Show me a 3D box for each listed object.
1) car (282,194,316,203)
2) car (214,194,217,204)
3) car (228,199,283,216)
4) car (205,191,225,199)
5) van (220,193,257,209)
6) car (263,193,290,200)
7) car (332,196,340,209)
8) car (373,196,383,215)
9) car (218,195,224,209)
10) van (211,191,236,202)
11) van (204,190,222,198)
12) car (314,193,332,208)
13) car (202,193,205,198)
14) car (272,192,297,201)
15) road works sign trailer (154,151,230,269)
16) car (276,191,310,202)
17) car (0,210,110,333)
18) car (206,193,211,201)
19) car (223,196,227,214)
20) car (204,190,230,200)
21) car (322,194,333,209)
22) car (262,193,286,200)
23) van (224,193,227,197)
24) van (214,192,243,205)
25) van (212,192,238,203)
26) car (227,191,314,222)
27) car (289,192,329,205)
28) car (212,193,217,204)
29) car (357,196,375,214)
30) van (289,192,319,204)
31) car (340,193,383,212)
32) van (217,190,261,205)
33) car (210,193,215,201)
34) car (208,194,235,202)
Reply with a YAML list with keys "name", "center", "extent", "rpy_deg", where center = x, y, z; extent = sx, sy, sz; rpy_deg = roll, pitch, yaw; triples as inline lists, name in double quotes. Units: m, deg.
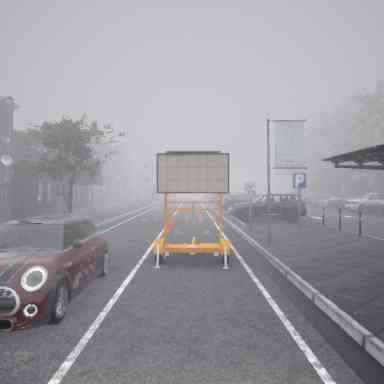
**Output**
- name: "car"
  center: [18.920, 1.141, 59.095]
  extent: [5.366, 1.575, 1.946]
  rpy_deg: [0, 1, 0]
- name: "car"
  center: [5.712, 1.331, 44.511]
  extent: [4.792, 1.488, 2.163]
  rpy_deg: [0, 0, 0]
- name: "car"
  center: [5.713, 1.417, 30.493]
  extent: [4.674, 1.452, 2.002]
  rpy_deg: [0, 0, 0]
- name: "car"
  center: [5.580, 0.745, 80.957]
  extent: [4.553, 1.767, 2.185]
  rpy_deg: [0, 1, 0]
- name: "van"
  center: [5.805, 1.093, 41.707]
  extent: [4.442, 1.987, 1.878]
  rpy_deg: [0, 0, 0]
- name: "car"
  center: [18.521, 0.968, 72.972]
  extent: [5.366, 1.575, 1.946]
  rpy_deg: [0, 1, 0]
- name: "car"
  center: [18.771, 1.349, 36.883]
  extent: [4.892, 1.521, 2.231]
  rpy_deg: [0, 0, 0]
- name: "car"
  center: [18.799, 1.387, 28.557]
  extent: [5.008, 1.535, 2.097]
  rpy_deg: [0, 0, 0]
- name: "car"
  center: [5.694, 1.351, 36.099]
  extent: [5.008, 1.535, 2.097]
  rpy_deg: [0, 0, 0]
- name: "van"
  center: [5.766, 0.889, 61.334]
  extent: [4.442, 1.987, 1.878]
  rpy_deg: [0, 1, 0]
- name: "van"
  center: [5.483, 0.575, 86.561]
  extent: [4.442, 1.987, 1.878]
  rpy_deg: [0, 1, 0]
- name: "car"
  center: [18.951, 1.312, 42.438]
  extent: [5.366, 1.575, 1.946]
  rpy_deg: [0, 0, 0]
- name: "car"
  center: [5.599, 0.724, 72.546]
  extent: [5.566, 2.045, 2.435]
  rpy_deg: [0, 1, 0]
- name: "car"
  center: [18.748, 0.915, 67.422]
  extent: [4.553, 1.767, 2.185]
  rpy_deg: [0, 1, 0]
- name: "road works sign trailer"
  center: [0.041, 0.445, 11.115]
  extent: [2.380, 3.560, 2.880]
  rpy_deg: [0, 0, 2]
- name: "car"
  center: [18.757, 0.858, 61.868]
  extent: [5.566, 2.045, 2.435]
  rpy_deg: [0, 1, 0]
- name: "car"
  center: [-3.253, 1.346, 7.080]
  extent: [2.097, 1.767, 4.553]
  rpy_deg: [0, 0, 0]
- name: "car"
  center: [5.633, 0.934, 55.727]
  extent: [5.566, 2.045, 2.435]
  rpy_deg: [0, 1, 0]
- name: "car"
  center: [5.531, 1.387, 27.689]
  extent: [5.366, 1.575, 1.946]
  rpy_deg: [0, 0, 0]
- name: "car"
  center: [5.594, 0.689, 75.349]
  extent: [5.566, 2.045, 2.435]
  rpy_deg: [0, 1, 0]
- name: "car"
  center: [18.767, 1.333, 39.661]
  extent: [5.008, 1.535, 2.097]
  rpy_deg: [0, 0, 0]
- name: "car"
  center: [18.707, 0.938, 75.749]
  extent: [4.892, 1.521, 2.231]
  rpy_deg: [0, 1, 0]
- name: "van"
  center: [5.822, 1.138, 33.295]
  extent: [4.442, 1.987, 1.878]
  rpy_deg: [0, 0, 0]
- name: "van"
  center: [5.783, 0.994, 52.927]
  extent: [4.442, 1.987, 1.878]
  rpy_deg: [0, 1, 0]
- name: "van"
  center: [5.772, 0.924, 58.531]
  extent: [4.442, 1.987, 1.878]
  rpy_deg: [0, 1, 0]
- name: "car"
  center: [5.693, 1.152, 24.884]
  extent: [5.566, 2.045, 2.435]
  rpy_deg: [0, 0, 0]
- name: "car"
  center: [18.773, 0.962, 53.541]
  extent: [5.566, 2.045, 2.435]
  rpy_deg: [0, 1, 0]
- name: "car"
  center: [5.675, 1.316, 47.319]
  extent: [4.674, 1.452, 2.002]
  rpy_deg: [0, 1, 0]
- name: "car"
  center: [18.794, 1.374, 31.333]
  extent: [5.008, 1.535, 2.097]
  rpy_deg: [0, 0, 0]
- name: "van"
  center: [18.856, 0.953, 56.318]
  extent: [4.442, 1.987, 1.878]
  rpy_deg: [0, 1, 0]
- name: "car"
  center: [18.754, 1.110, 34.107]
  extent: [5.566, 2.045, 2.435]
  rpy_deg: [0, 0, 0]
- name: "van"
  center: [5.577, 1.111, 38.905]
  extent: [4.442, 1.987, 1.878]
  rpy_deg: [0, 0, 0]
- name: "car"
  center: [5.678, 1.249, 50.122]
  extent: [4.892, 1.521, 2.231]
  rpy_deg: [0, 1, 0]
- name: "car"
  center: [5.638, 1.081, 64.140]
  extent: [4.892, 1.521, 2.231]
  rpy_deg: [0, 1, 0]
